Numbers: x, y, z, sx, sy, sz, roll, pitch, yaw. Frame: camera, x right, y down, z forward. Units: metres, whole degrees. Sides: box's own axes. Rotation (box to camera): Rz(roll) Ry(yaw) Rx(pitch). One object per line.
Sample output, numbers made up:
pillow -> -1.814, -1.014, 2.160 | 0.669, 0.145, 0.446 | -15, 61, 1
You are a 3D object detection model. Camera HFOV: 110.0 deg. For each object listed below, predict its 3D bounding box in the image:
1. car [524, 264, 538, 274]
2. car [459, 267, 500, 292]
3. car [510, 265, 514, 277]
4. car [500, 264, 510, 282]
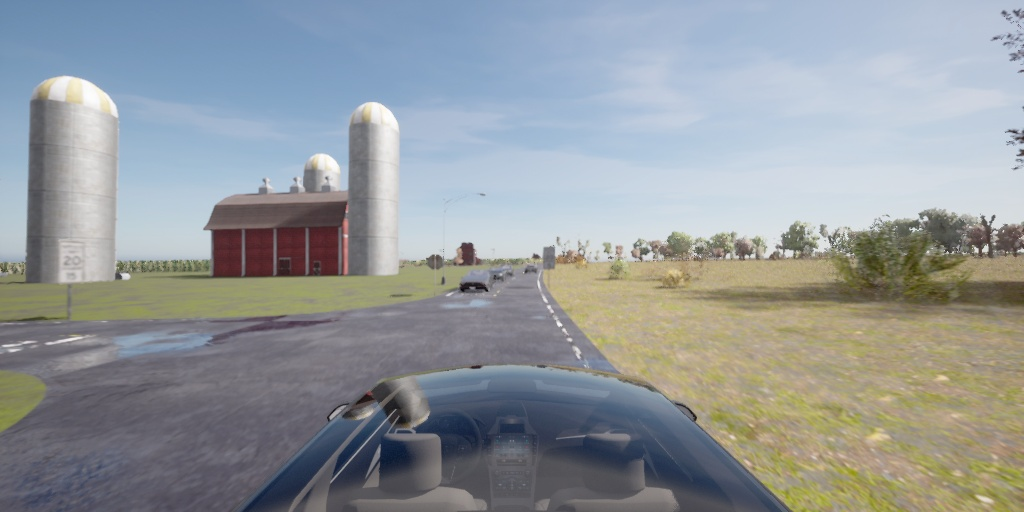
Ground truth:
car -> 2.964, 1.970, 56.074 | 2.128, 1.511, 4.902 | 0, -1, 5
car -> -2.246, 1.609, 24.237 | 2.033, 1.411, 5.357 | 0, -1, 3
car -> -0.762, 1.839, 45.962 | 2.128, 1.511, 4.902 | 0, -1, 5
car -> -1.634, 1.768, 34.942 | 1.994, 1.385, 4.181 | 0, -1, 4
